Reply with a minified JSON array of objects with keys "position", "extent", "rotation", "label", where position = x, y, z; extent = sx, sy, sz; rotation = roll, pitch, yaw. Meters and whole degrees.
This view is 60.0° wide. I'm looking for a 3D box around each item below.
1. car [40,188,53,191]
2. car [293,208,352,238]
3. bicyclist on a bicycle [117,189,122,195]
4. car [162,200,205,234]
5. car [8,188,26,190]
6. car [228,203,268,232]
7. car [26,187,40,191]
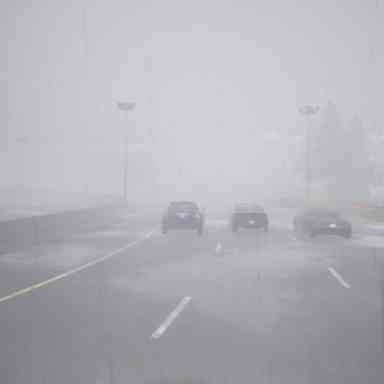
[{"position":[-39.545,-0.397,86.960],"extent":[5.357,1.411,2.033],"rotation":[1,1,33],"label":"car"},{"position":[6.753,1.531,17.633],"extent":[1.994,1.385,4.181],"rotation":[1,1,3],"label":"car"},{"position":[-18.141,-0.075,83.459],"extent":[0.582,1.620,1.656],"rotation":[2,-20,33],"label":"bicyclist on a bicycle"},{"position":[-0.365,1.213,18.547],"extent":[2.097,1.767,4.553],"rotation":[1,1,4],"label":"car"},{"position":[-43.324,-0.365,81.068],"extent":[4.674,1.442,1.812],"rotation":[1,1,33],"label":"car"},{"position":[3.187,1.374,19.521],"extent":[1.882,1.535,5.008],"rotation":[1,1,3],"label":"car"},{"position":[-41.434,-0.436,84.013],"extent":[5.008,1.535,1.882],"rotation":[1,1,33],"label":"car"}]
